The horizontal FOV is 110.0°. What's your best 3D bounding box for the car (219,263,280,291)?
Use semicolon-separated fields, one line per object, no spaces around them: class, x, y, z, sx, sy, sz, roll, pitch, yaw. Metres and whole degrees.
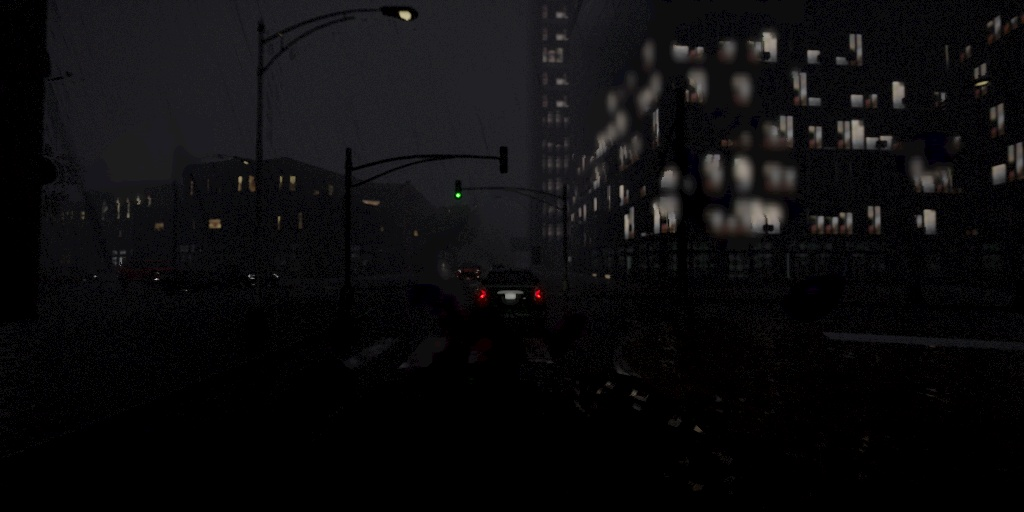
car;-17.868;1.334;23.961;4.553;1.767;2.097;0;-2;20

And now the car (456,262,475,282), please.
car;-3.886;1.360;32.639;2.097;1.767;4.553;0;0;-4

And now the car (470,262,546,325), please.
car;-0.083;1.189;12.289;2.097;1.767;4.553;0;-1;-1

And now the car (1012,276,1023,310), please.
car;16.333;0.972;8.817;5.009;1.841;2.192;0;0;20

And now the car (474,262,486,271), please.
car;-5.482;1.773;61.238;1.812;1.442;4.674;0;0;-2

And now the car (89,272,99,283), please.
car;-39.162;1.687;31.670;5.357;1.411;2.033;0;-2;20

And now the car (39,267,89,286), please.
car;-35.213;1.627;27.587;4.207;1.307;1.802;0;0;20

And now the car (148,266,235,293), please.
car;-19.571;1.495;21.933;4.313;1.339;1.948;0;0;20

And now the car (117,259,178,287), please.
car;-27.496;1.275;27.451;5.566;2.045;2.150;0;-2;20
